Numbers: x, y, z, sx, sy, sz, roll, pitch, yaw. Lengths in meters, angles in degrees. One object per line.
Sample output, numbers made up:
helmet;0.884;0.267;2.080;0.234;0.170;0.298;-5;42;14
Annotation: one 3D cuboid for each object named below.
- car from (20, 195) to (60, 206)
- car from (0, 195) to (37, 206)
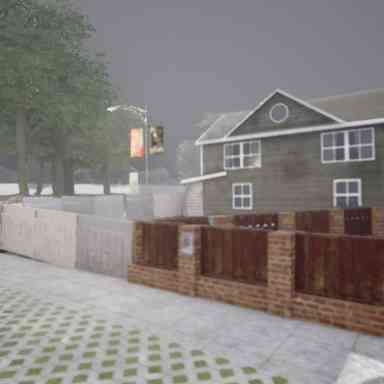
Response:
car;-9.423;1.116;24.006;1.812;1.442;4.674;-1;0;35
car;-13.837;1.162;29.259;1.882;1.535;5.008;-1;0;35
